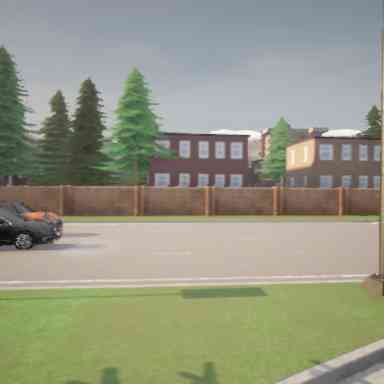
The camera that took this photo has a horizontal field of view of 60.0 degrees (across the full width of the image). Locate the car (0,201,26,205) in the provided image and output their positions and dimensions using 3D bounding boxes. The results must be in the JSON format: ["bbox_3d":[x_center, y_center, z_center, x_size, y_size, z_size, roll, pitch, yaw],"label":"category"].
[{"bbox_3d":[-8.808,1.251,16.346,4.553,1.767,2.097,0,0,-6],"label":"car"}]

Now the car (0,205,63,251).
[{"bbox_3d":[-7.702,1.422,12.939,4.892,1.490,1.837,0,0,-5],"label":"car"}]
